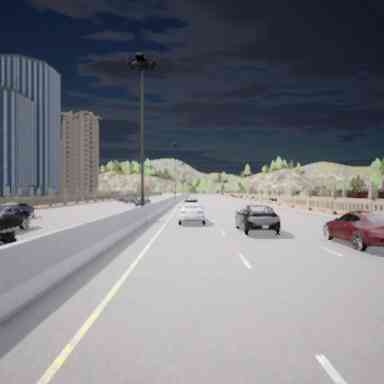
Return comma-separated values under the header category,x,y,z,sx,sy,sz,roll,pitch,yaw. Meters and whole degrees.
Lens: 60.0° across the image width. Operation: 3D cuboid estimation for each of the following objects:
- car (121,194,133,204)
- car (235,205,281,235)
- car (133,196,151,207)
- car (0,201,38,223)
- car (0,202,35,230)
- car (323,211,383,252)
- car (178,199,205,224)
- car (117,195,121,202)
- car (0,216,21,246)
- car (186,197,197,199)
category,x,y,z,sx,sy,sz,roll,pitch,yaw
car,-10.818,1.424,59.429,1.837,1.490,4.892,0,0,0
car,3.517,1.454,18.383,2.128,1.511,4.902,0,0,0
car,-7.318,1.454,50.616,1.812,1.442,4.674,0,0,0
car,-14.220,1.507,26.513,1.812,1.442,4.674,0,0,0
car,-10.680,1.480,18.200,2.128,1.511,4.902,0,0,0
car,7.037,1.490,13.622,1.812,1.442,4.674,0,0,0
car,-0.011,1.485,23.990,1.812,1.442,4.674,0,0,0
car,-14.341,1.253,69.894,2.097,1.767,4.553,0,0,0
car,-7.137,1.598,9.522,1.895,1.301,4.718,0,0,0
car,-0.100,1.421,41.895,2.128,1.511,4.902,0,0,0
